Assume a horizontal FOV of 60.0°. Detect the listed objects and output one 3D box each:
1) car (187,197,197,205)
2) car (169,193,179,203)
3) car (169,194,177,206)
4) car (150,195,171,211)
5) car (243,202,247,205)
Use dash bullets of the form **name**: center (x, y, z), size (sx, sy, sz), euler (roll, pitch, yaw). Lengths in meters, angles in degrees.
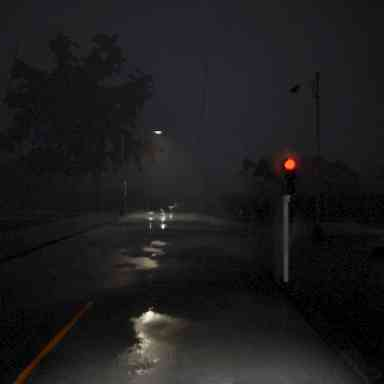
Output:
- **car**: center (0.030, 1.632, 61.811), size (1.895, 1.301, 4.718), euler (0, 0, 0)
- **car**: center (-3.967, 1.204, 69.174), size (2.150, 2.045, 5.566), euler (0, 0, 0)
- **car**: center (-4.044, 1.533, 55.638), size (1.837, 1.490, 4.892), euler (0, 0, 0)
- **car**: center (-4.072, 1.526, 41.634), size (1.837, 1.490, 4.892), euler (0, 0, 0)
- **car**: center (8.903, 1.376, 40.380), size (5.357, 1.415, 2.033), euler (0, 0, 3)
